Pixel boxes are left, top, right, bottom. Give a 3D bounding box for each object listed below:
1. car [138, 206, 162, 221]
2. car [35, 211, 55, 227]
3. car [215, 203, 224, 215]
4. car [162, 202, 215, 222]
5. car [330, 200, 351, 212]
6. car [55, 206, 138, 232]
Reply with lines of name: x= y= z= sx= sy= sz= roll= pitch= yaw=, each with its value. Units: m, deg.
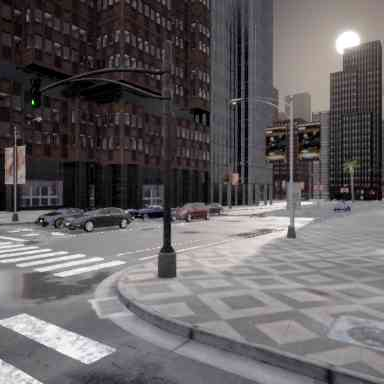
car: x=-3.902 y=1.958 z=31.066 sx=1.895 sy=1.301 sz=4.718 roll=0 pitch=-1 yaw=35
car: x=-8.954 y=1.794 z=23.914 sx=1.994 sy=1.385 sz=4.181 roll=0 pitch=-1 yaw=35
car: x=1.974 y=2.010 z=39.359 sx=1.837 sy=1.490 sz=4.892 roll=0 pitch=-1 yaw=35
car: x=-0.233 y=1.738 z=30.612 sx=2.097 sy=1.767 sz=4.553 roll=0 pitch=-1 yaw=35
car: x=24.270 y=2.431 z=53.657 sx=2.033 sy=1.411 sz=5.357 roll=0 pitch=-1 yaw=34
car: x=-6.186 y=1.742 z=22.203 sx=1.837 sy=1.490 sz=4.892 roll=0 pitch=-1 yaw=35
